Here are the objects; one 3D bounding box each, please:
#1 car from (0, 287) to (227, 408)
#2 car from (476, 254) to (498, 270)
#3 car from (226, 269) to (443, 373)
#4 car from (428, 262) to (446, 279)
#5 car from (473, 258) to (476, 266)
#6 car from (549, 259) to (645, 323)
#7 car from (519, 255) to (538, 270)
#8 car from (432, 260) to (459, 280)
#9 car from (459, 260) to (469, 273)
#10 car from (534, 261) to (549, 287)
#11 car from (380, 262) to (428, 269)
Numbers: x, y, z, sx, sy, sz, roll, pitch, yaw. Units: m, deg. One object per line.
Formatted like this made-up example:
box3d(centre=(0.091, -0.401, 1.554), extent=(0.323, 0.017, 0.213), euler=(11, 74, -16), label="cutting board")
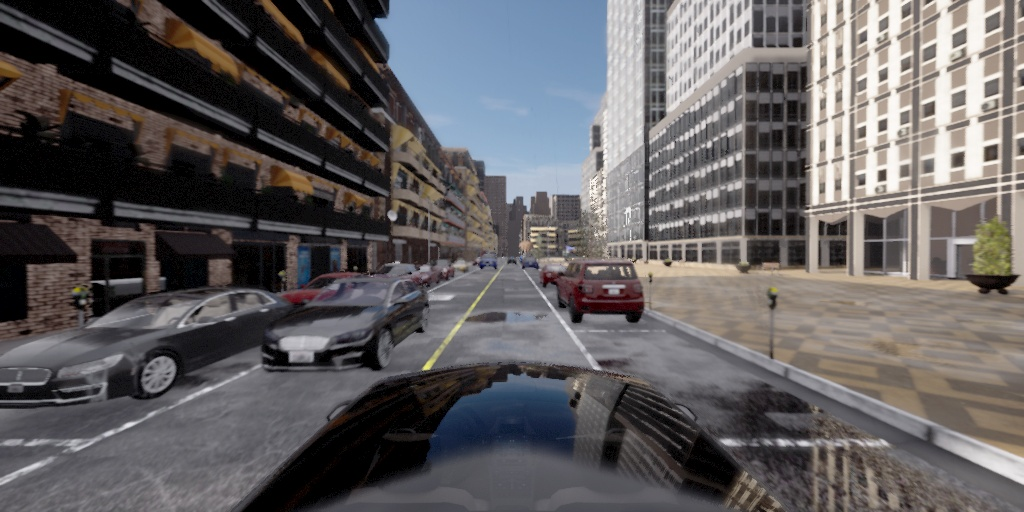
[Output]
box3d(centre=(-5.691, 1.275, 6.299), extent=(2.007, 1.370, 4.403), euler=(0, 0, 0), label="car")
box3d(centre=(-3.082, 0.739, 47.794), extent=(2.150, 2.045, 5.566), euler=(0, 0, 0), label="car")
box3d(centre=(-3.091, 1.210, 7.721), extent=(2.128, 1.511, 4.902), euler=(0, 0, 0), label="car")
box3d(centre=(-5.692, 1.220, 22.880), extent=(1.802, 1.307, 4.207), euler=(0, 0, 0), label="car")
box3d(centre=(-5.692, 1.003, 61.564), extent=(1.888, 1.381, 4.507), euler=(0, 0, 0), label="car")
box3d(centre=(2.689, 1.010, 11.825), extent=(2.192, 1.841, 5.009), euler=(0, 0, 0), label="car")
box3d(centre=(2.386, 0.869, 47.948), extent=(2.097, 1.767, 4.553), euler=(0, 0, 0), label="car")
box3d(centre=(-5.692, 1.049, 28.406), extent=(1.967, 1.591, 4.097), euler=(0, 0, 0), label="car")
box3d(centre=(-5.691, 1.081, 39.289), extent=(1.751, 1.417, 4.829), euler=(0, 0, 0), label="car")
box3d(centre=(2.689, 1.184, 22.879), extent=(1.888, 1.381, 4.507), euler=(0, 0, 0), label="car")
box3d(centre=(-5.692, 1.106, 17.353), extent=(1.967, 1.591, 4.097), euler=(0, 0, 0), label="car")
